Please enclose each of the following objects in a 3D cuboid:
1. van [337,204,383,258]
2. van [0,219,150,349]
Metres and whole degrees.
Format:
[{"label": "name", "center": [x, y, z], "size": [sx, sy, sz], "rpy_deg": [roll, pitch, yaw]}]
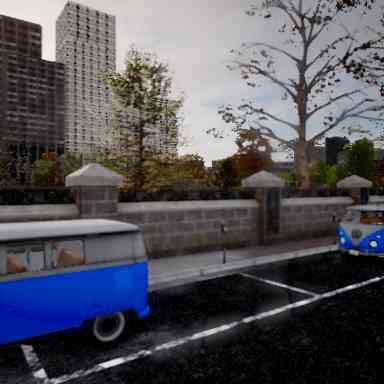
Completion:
[{"label": "van", "center": [6.602, 1.296, 11.270], "size": [3.998, 1.788, 1.690], "rpy_deg": [0, 0, -36]}, {"label": "van", "center": [-2.565, 1.339, 4.730], "size": [3.998, 1.788, 1.690], "rpy_deg": [0, 0, -36]}]
